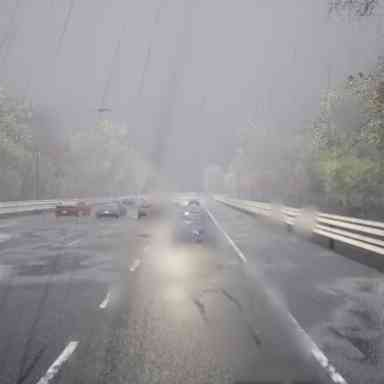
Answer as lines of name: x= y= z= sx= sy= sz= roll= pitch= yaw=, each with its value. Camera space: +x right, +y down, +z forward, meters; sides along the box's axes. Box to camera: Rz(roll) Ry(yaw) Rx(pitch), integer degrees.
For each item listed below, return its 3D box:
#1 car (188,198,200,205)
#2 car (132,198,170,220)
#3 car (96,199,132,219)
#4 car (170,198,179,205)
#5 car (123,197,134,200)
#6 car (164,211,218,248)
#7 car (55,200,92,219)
car: x=0.354 y=1.608 z=56.963 sx=1.895 sy=1.301 sz=4.718 roll=0 pitch=0 yaw=0
car: x=-3.345 y=1.492 z=28.000 sx=2.128 sy=1.511 sz=4.902 roll=0 pitch=0 yaw=0
car: x=-6.841 y=1.564 z=28.718 sx=1.994 sy=1.385 sz=4.181 roll=0 pitch=0 yaw=0
car: x=-3.147 y=1.609 z=56.898 sx=1.895 sy=1.301 sz=4.718 roll=0 pitch=0 yaw=0
car: x=-10.172 y=1.514 z=53.984 sx=1.837 sy=1.490 sz=4.892 roll=0 pitch=1 yaw=0
car: x=0.112 y=1.547 z=14.656 sx=2.033 sy=1.411 sz=5.357 roll=0 pitch=0 yaw=0
car: x=-10.338 y=1.479 z=29.413 sx=1.882 sy=1.535 sz=5.008 roll=0 pitch=0 yaw=0
